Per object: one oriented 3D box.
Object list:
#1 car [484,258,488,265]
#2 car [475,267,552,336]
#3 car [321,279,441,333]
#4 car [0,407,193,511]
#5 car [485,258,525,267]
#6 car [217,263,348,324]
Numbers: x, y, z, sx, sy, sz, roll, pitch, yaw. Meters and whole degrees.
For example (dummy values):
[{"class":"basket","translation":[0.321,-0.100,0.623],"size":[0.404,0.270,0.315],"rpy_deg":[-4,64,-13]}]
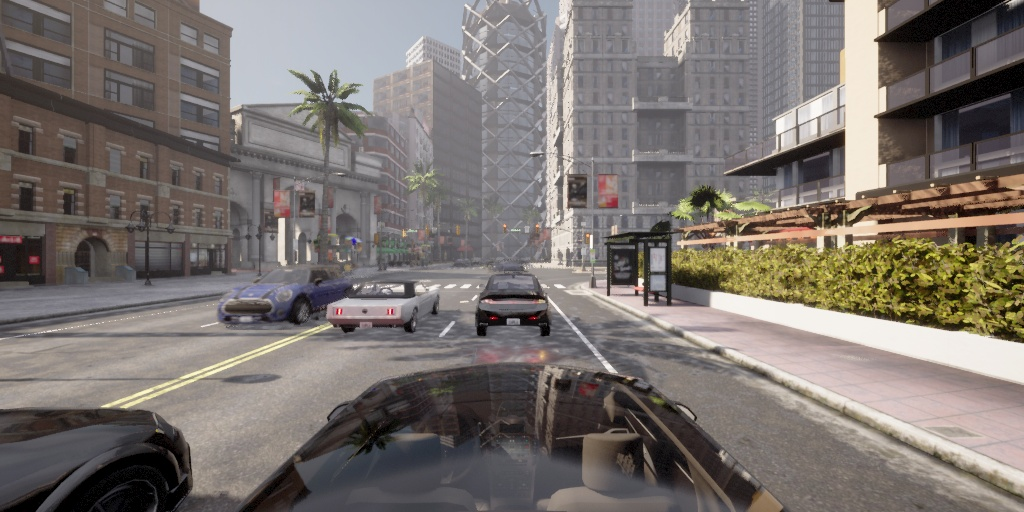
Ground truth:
[{"class":"car","translation":[-3.498,1.254,62.850],"size":[1.837,1.490,4.892],"rpy_deg":[-1,0,-2]},{"class":"car","translation":[0.041,1.242,10.370],"size":[2.128,1.511,4.902],"rpy_deg":[0,0,0]},{"class":"car","translation":[-3.457,1.351,10.750],"size":[1.895,1.301,4.718],"rpy_deg":[0,0,0]},{"class":"car","translation":[-3.392,1.314,0.930],"size":[1.994,1.385,4.181],"rpy_deg":[0,0,0]},{"class":"car","translation":[-0.674,1.314,44.222],"size":[4.181,1.385,1.994],"rpy_deg":[0,0,-25]},{"class":"car","translation":[-7.108,1.102,11.825],"size":[2.097,1.767,4.553],"rpy_deg":[0,0,0]}]
